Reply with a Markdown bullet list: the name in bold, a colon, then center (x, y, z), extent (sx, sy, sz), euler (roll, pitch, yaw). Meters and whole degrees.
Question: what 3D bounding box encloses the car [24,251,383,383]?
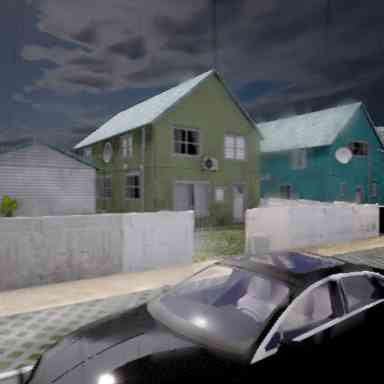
- **car**: center (0.832, 1.505, 3.653), extent (4.902, 1.511, 2.128), euler (0, 0, -35)
